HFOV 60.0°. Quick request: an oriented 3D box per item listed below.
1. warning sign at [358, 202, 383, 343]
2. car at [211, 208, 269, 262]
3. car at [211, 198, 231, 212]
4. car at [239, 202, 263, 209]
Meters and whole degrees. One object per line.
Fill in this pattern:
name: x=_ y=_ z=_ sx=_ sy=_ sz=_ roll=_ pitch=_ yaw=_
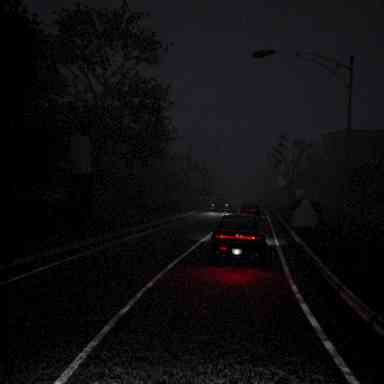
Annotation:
warning sign: x=3.453 y=1.203 z=4.885 sx=1.300 sy=1.860 sz=1.060 roll=6 pitch=6 yaw=6
car: x=1.841 y=1.606 z=12.756 sx=1.837 sy=1.490 sz=4.892 roll=1 pitch=0 yaw=10
car: x=3.606 y=1.536 z=40.413 sx=2.097 sy=1.767 sz=4.553 roll=1 pitch=0 yaw=11
car: x=5.243 y=1.706 z=29.902 sx=1.837 sy=1.490 sz=4.892 roll=1 pitch=0 yaw=12
